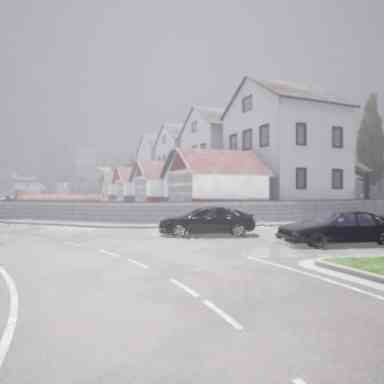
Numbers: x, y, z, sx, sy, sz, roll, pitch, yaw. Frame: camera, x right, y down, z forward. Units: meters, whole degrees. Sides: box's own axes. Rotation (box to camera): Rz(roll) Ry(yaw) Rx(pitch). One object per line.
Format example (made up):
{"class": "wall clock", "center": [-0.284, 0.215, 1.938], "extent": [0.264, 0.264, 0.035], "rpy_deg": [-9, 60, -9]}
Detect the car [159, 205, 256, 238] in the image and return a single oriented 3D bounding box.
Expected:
{"class": "car", "center": [0.780, 1.467, 16.838], "extent": [4.892, 1.490, 1.837], "rpy_deg": [0, 1, -5]}

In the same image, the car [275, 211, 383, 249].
{"class": "car", "center": [6.315, 1.499, 13.911], "extent": [5.357, 1.411, 2.033], "rpy_deg": [0, 0, -10]}
